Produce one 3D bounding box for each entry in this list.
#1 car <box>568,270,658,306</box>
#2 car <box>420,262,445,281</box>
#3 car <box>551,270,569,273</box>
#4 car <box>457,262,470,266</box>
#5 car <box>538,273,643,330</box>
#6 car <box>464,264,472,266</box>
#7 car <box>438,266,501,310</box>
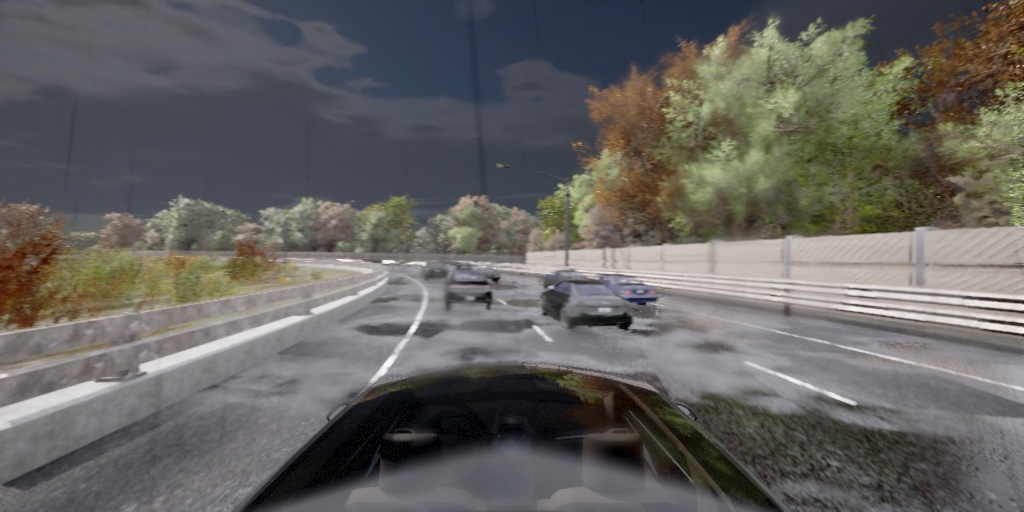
[{"bbox_3d":[4.754,1.539,17.233,2.033,1.411,5.357,1,-1,-12],"label":"car"},{"bbox_3d":[-7.097,1.315,32.750,2.097,1.767,4.553,1,-1,-21],"label":"car"},{"bbox_3d":[3.403,1.581,23.301,2.033,1.411,5.357,1,-1,-15],"label":"car"},{"bbox_3d":[-7.155,1.675,53.643,2.128,1.511,4.902,1,-1,-18],"label":"car"},{"bbox_3d":[2.210,1.456,11.752,1.994,1.385,4.181,1,-1,-9],"label":"car"},{"bbox_3d":[-2.483,1.615,30.436,1.895,1.301,4.718,1,-1,-19],"label":"car"},{"bbox_3d":[-1.983,1.355,15.433,2.128,1.511,4.902,1,-1,-11],"label":"car"}]
